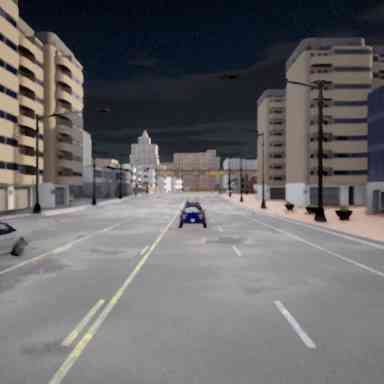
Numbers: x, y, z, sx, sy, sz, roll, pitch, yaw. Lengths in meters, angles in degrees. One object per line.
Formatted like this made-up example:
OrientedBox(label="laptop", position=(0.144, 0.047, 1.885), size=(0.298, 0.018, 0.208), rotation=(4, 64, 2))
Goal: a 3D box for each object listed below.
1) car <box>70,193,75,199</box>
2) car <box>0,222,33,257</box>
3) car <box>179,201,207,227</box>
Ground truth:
OrientedBox(label="car", position=(-25.974, 0.862, 69.404), size=(1.970, 1.475, 3.806), rotation=(0, 2, 0))
OrientedBox(label="car", position=(-7.089, 1.646, 10.602), size=(1.895, 1.301, 4.718), rotation=(0, 0, 0))
OrientedBox(label="car", position=(0.067, 1.621, 23.269), size=(1.812, 1.442, 4.674), rotation=(0, 0, 0))
